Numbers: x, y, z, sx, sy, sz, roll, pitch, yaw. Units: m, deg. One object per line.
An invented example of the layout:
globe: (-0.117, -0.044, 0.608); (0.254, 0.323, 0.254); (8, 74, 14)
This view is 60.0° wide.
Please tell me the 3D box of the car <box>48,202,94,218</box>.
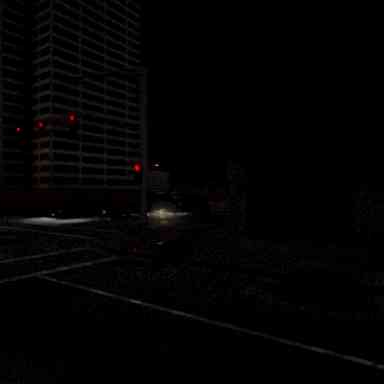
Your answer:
car: (-10.675, 1.608, 31.398); (2.033, 1.411, 5.357); (0, 0, 35)

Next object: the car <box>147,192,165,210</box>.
car: (-4.525, 1.283, 40.105); (2.150, 2.045, 5.566); (0, 0, 35)

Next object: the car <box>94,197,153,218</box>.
car: (-6.363, 1.545, 31.435); (2.128, 1.511, 4.902); (0, 0, 35)

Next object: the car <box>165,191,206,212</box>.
car: (-0.377, 1.275, 39.901); (2.150, 2.045, 5.566); (0, 0, 36)
